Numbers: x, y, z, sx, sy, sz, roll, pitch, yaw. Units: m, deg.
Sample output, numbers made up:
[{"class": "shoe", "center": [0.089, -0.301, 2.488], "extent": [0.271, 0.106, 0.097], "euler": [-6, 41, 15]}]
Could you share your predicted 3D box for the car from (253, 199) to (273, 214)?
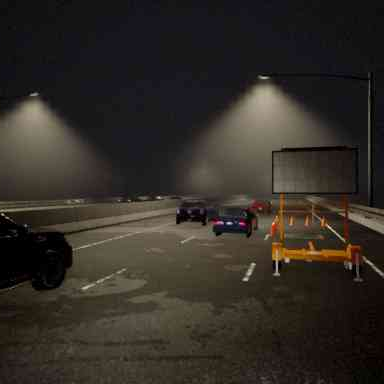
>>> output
[{"class": "car", "center": [7.364, 1.465, 34.837], "extent": [1.882, 1.535, 5.008], "euler": [0, 0, 16]}]

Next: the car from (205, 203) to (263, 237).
[{"class": "car", "center": [2.489, 1.542, 18.185], "extent": [2.033, 1.411, 5.357], "euler": [0, 0, 16]}]

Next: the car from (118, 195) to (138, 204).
[{"class": "car", "center": [-9.733, 1.333, 51.868], "extent": [2.097, 1.767, 4.553], "euler": [0, 0, 16]}]

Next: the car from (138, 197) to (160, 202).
[{"class": "car", "center": [-6.030, 1.471, 52.066], "extent": [2.128, 1.511, 4.902], "euler": [0, 0, 16]}]

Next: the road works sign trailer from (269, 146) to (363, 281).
[{"class": "road works sign trailer", "center": [3.637, 0.462, 10.017], "extent": [2.380, 3.560, 2.880], "euler": [0, 0, 16]}]

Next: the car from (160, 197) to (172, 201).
[{"class": "car", "center": [-2.742, 1.484, 50.842], "extent": [1.837, 1.490, 4.892], "euler": [0, 0, 16]}]

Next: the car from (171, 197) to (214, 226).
[{"class": "car", "center": [0.445, 1.346, 23.667], "extent": [2.097, 1.767, 4.553], "euler": [0, 0, 16]}]

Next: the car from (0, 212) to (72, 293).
[{"class": "car", "center": [-4.669, 1.221, 6.203], "extent": [2.150, 2.045, 5.566], "euler": [0, 0, 16]}]
